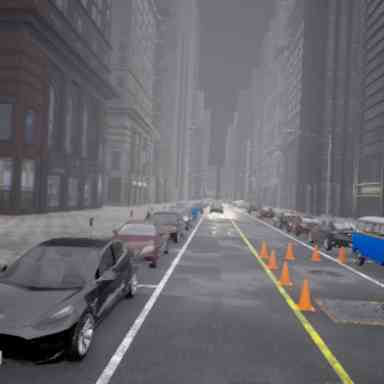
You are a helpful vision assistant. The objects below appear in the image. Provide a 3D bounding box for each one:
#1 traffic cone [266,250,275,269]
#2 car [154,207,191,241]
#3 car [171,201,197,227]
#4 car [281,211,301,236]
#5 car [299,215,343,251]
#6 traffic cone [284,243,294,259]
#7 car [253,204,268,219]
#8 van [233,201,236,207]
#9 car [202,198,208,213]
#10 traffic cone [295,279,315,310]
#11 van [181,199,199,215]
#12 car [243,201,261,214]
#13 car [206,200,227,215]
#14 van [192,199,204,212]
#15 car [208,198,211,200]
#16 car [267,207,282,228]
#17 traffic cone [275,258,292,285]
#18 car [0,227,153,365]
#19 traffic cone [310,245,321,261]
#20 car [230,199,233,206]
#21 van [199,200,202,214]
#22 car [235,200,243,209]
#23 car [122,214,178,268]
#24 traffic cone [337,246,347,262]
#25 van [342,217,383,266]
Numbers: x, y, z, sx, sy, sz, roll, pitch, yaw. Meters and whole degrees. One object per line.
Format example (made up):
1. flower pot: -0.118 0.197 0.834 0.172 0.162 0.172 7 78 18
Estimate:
1. traffic cone: 2.672 2.217 11.039 0.340 0.580 0.340 3 -1 4
2. car: -1.380 1.719 17.213 1.947 1.339 4.313 2 -1 4
3. car: -0.986 1.683 22.837 1.967 1.590 4.097 2 -1 4
4. car: 7.504 2.207 22.258 1.802 1.307 4.206 2 -1 4
5. car: 7.118 2.086 16.636 2.008 1.369 4.403 2 -1 4
6. traffic cone: 3.806 2.293 12.965 0.340 0.580 0.340 3 -1 4
7. car: 8.670 2.444 39.125 1.887 1.381 4.507 2 -1 4
8. van: 11.394 2.900 78.482 1.690 1.788 3.998 2 -1 4
9. car: 0.571 1.924 45.328 2.192 1.841 5.009 2 -1 4
10. traffic cone: 2.396 2.154 7.049 0.340 0.580 0.340 3 -1 4
11. van: -0.594 1.675 28.461 1.690 1.788 3.998 2 -1 4
12. car: 9.456 2.399 50.372 2.192 1.841 5.009 2 -1 4
13. car: 3.323 2.211 45.177 1.882 1.535 5.008 3 -1 4
14. van: 0.958 2.043 50.949 1.690 1.788 3.998 2 -1 4
15. car: 2.888 2.742 79.059 1.947 1.339 4.313 2 -1 4
16. car: 7.894 2.267 27.881 2.008 1.369 4.403 2 -1 4
17. traffic cone: 2.534 2.185 9.044 0.340 0.580 0.340 3 -1 4
18. car: -2.156 1.542 5.967 1.947 1.339 4.313 2 -1 4
19. traffic cone: 4.803 2.338 12.895 0.340 0.580 0.340 3 -1 4
20. car: 12.166 3.192 89.725 1.967 1.590 4.097 2 -1 4
21. van: -0.206 1.766 34.083 1.690 1.788 3.998 2 -1 4
22. car: 11.010 2.991 73.027 1.752 1.417 4.829 2 -1 4
23. car: -1.768 1.646 11.590 1.802 1.307 4.206 2 -1 4
24. traffic cone: 5.799 2.382 12.826 0.340 0.580 0.340 3 -1 4
25. van: 6.739 1.788 11.017 1.690 1.788 3.998 2 -1 4
